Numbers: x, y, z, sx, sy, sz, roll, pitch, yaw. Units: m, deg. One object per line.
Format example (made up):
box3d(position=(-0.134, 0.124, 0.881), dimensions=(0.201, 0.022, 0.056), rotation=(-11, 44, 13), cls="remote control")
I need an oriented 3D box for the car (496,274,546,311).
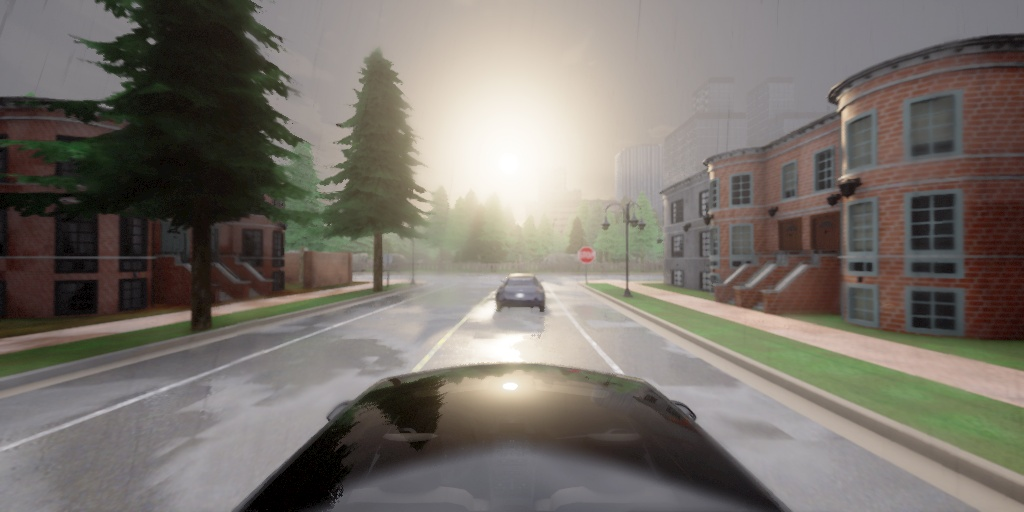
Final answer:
box3d(position=(0.423, 1.454, 15.295), dimensions=(1.994, 1.385, 4.181), rotation=(0, -1, 3), cls="car")
